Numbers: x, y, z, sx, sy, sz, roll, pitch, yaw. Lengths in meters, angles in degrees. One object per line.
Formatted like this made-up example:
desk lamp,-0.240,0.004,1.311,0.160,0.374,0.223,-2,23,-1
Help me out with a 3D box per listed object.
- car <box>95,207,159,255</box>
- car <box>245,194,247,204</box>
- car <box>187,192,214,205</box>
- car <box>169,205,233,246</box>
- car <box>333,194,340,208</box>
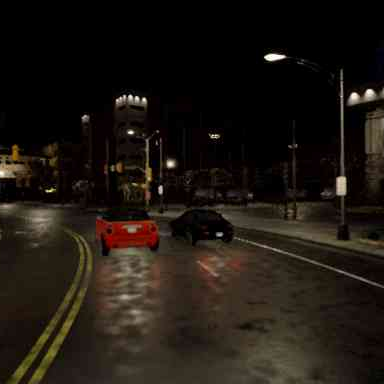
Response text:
car,-2.864,1.383,13.912,2.097,1.767,4.553,0,0,-20
car,6.807,1.412,53.267,1.816,1.474,4.193,0,0,-38
car,0.873,1.293,48.520,2.185,1.767,4.553,0,0,-38
car,0.314,1.538,15.502,1.812,1.442,4.674,0,0,-20
car,20.225,1.334,42.471,2.002,1.452,4.674,0,0,-38
